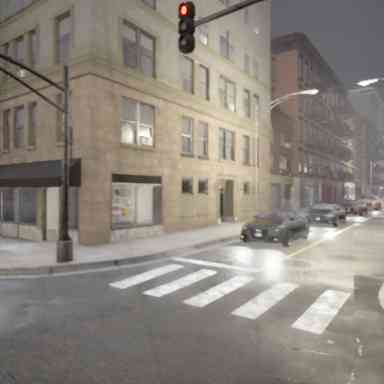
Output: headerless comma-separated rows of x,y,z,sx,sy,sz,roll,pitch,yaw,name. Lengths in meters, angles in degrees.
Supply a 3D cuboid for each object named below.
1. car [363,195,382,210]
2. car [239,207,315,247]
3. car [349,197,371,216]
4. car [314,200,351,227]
20.532,1.142,38.529,2.097,1.767,4.553,0,0,36,car
3.776,1.506,14.850,1.994,1.385,4.181,0,0,35,car
14.591,1.408,30.168,1.994,1.385,4.181,0,0,35,car
8.880,1.461,22.087,1.994,1.385,4.181,0,0,35,car
